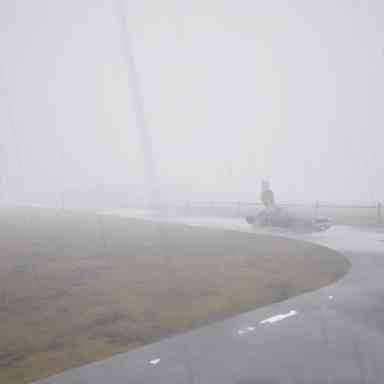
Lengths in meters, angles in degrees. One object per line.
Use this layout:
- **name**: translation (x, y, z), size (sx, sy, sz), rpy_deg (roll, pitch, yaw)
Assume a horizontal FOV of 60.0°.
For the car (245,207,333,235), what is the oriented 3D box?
- **car**: translation (5.276, 1.528, 18.555), size (1.895, 1.301, 4.718), rpy_deg (-1, 1, -37)
